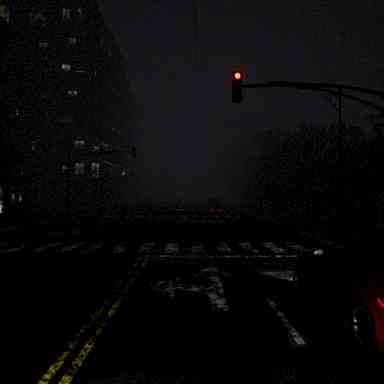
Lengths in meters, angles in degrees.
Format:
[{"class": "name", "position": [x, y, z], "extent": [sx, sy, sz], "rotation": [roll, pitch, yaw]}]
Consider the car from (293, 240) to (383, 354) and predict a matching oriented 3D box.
[{"class": "car", "position": [3.345, 1.564, 6.128], "extent": [1.994, 1.385, 4.181], "rotation": [0, 0, 0]}]

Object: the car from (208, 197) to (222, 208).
[{"class": "car", "position": [3.312, 1.501, 49.382], "extent": [2.128, 1.511, 4.902], "rotation": [0, 0, 0]}]
